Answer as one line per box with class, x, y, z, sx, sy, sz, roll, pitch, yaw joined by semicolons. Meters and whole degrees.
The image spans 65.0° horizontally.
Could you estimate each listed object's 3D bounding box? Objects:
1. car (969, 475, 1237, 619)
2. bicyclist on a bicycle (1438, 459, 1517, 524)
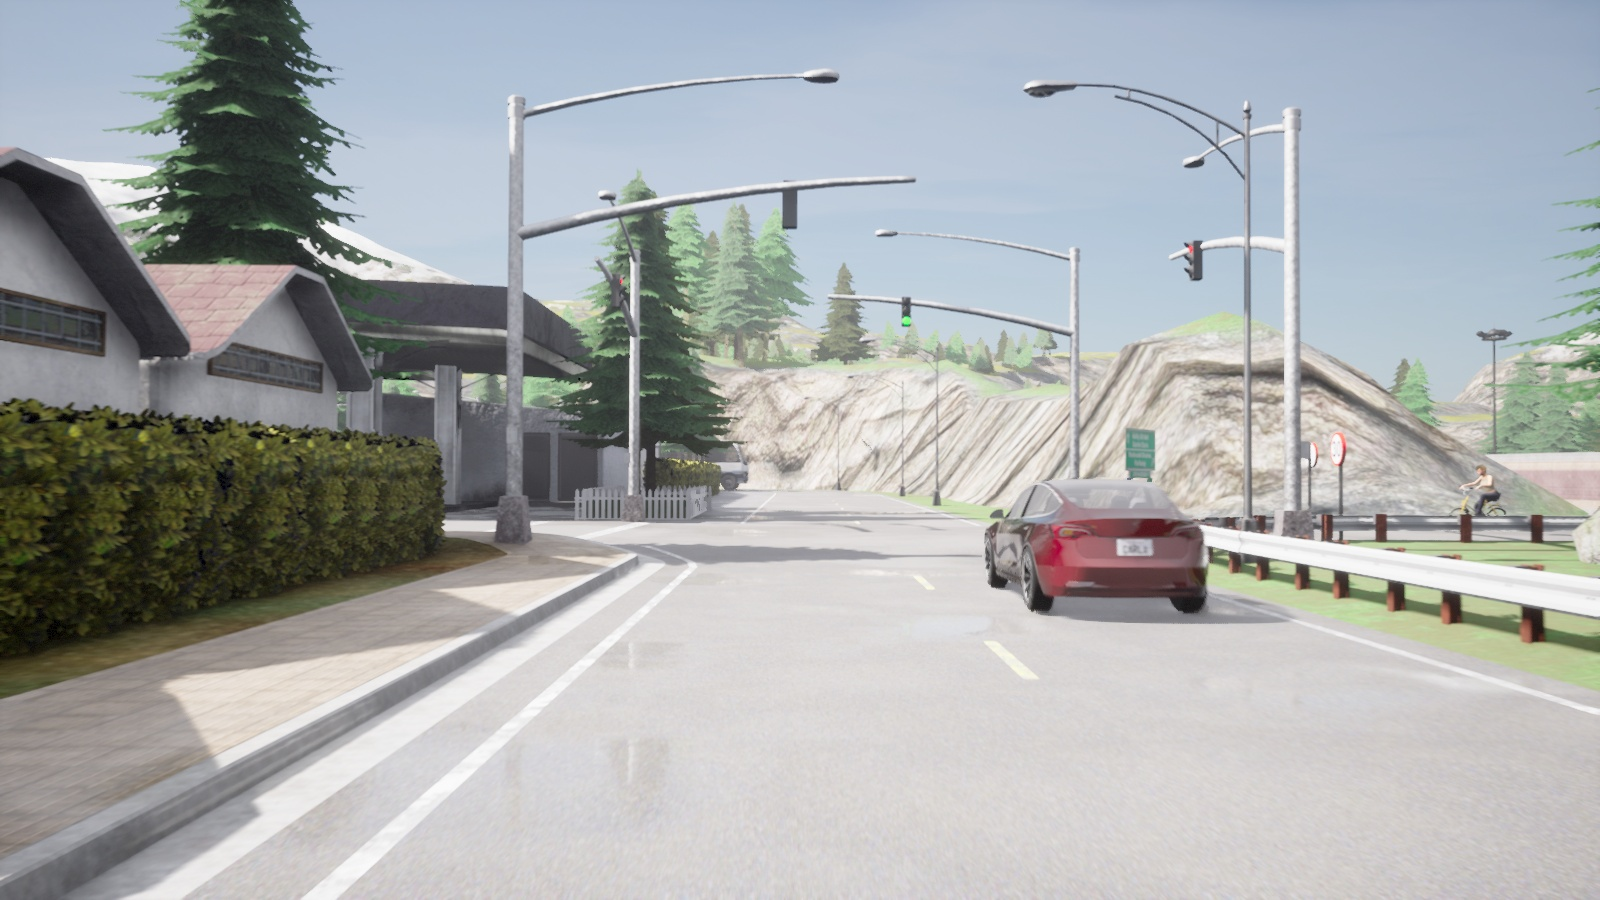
car;3.515;1.072;15.623;2.163;1.488;4.792;0;-1;0
bicyclist on a bicycle;17.102;1.041;31.728;1.509;1.612;0.866;0;-1;0
